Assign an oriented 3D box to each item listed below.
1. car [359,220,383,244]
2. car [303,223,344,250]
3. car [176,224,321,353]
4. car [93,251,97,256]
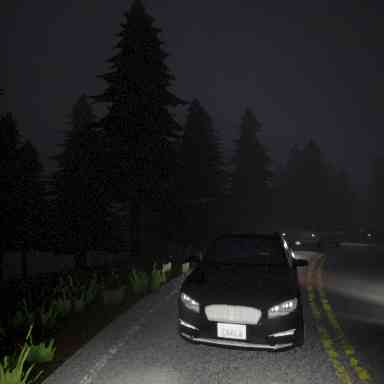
[{"bbox_3d":[15.823,3.224,26.451,5.566,2.045,2.150,8,-8,-28],"label":"car"},{"bbox_3d":[6.488,2.307,17.681,1.895,1.301,4.718,-3,-6,39],"label":"car"},{"bbox_3d":[1.131,1.561,6.596,2.128,1.511,4.902,-1,-2,15],"label":"car"},{"bbox_3d":[-20.282,13.650,72.959,4.181,1.381,1.994,-2,-5,31],"label":"car"}]
